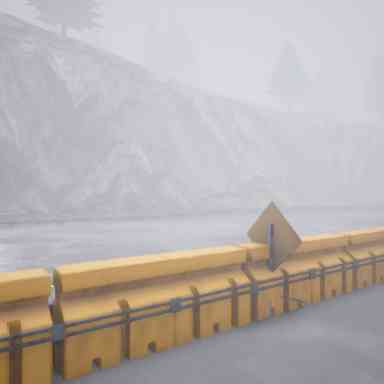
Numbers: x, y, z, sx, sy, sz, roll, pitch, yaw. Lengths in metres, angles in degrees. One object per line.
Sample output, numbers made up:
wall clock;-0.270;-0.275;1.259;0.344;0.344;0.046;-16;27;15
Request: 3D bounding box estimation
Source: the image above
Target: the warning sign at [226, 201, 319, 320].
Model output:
warning sign;1.461;1.114;6.162;1.060;1.860;1.300;0;0;-34
